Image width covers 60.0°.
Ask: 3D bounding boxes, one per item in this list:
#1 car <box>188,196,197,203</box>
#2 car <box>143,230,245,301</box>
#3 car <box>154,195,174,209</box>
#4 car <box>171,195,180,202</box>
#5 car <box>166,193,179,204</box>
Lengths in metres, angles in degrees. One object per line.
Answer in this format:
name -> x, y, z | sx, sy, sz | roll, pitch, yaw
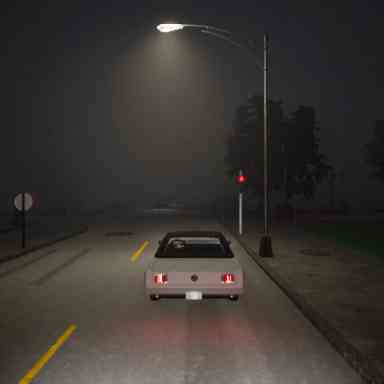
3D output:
car -> 0.035, 1.585, 69.468 | 1.895, 1.301, 4.718 | 0, 0, 0
car -> 0.061, 1.599, 8.278 | 1.895, 1.301, 4.718 | 0, 0, 0
car -> -4.072, 1.537, 45.647 | 2.033, 1.411, 5.357 | 0, 0, 0
car -> -3.960, 1.466, 78.521 | 1.837, 1.490, 4.892 | 0, 0, 0
car -> -4.017, 1.209, 63.049 | 2.150, 2.045, 5.566 | 0, 0, 1
